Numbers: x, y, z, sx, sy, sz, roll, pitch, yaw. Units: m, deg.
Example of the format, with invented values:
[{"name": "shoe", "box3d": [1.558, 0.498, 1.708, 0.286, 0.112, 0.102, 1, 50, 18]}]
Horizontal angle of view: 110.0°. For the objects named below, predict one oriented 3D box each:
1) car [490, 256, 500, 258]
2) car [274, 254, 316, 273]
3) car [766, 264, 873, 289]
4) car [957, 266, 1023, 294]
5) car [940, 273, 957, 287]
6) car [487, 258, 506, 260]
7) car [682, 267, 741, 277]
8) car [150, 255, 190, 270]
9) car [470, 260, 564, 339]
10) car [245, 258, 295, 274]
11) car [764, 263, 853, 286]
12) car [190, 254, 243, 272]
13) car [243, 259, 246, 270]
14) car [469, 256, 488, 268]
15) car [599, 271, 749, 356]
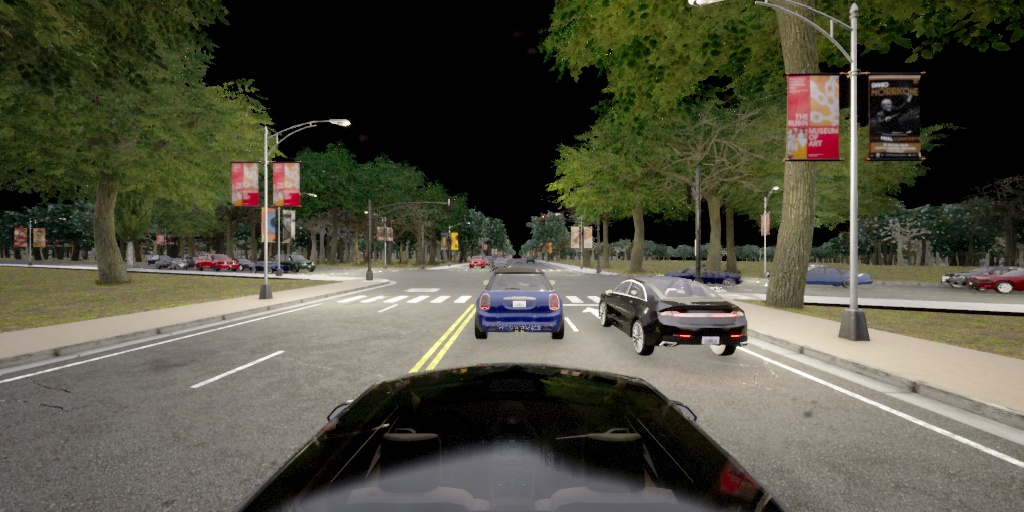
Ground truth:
[{"name": "car", "box3d": [-2.238, 1.110, 61.816, 2.097, 1.767, 4.553, 0, 0, 1]}, {"name": "car", "box3d": [-25.511, 0.840, 41.870, 5.566, 2.045, 2.150, 0, 0, 24]}, {"name": "car", "box3d": [21.158, 1.429, 24.790, 5.357, 1.411, 2.033, 0, 0, 21]}, {"name": "car", "box3d": [30.139, 1.414, 20.753, 5.008, 1.535, 1.882, 0, 0, 24]}, {"name": "car", "box3d": [31.836, 1.430, 23.553, 4.902, 1.511, 2.128, 0, 0, 24]}, {"name": "car", "box3d": [-1.587, 1.243, 42.960, 1.837, 1.490, 4.892, 0, 0, -11]}, {"name": "car", "box3d": [13.087, 1.442, 24.688, 4.718, 1.301, 1.895, 0, 0, 26]}, {"name": "car", "box3d": [-44.261, 1.021, 46.700, 4.902, 1.511, 2.128, 0, 0, 24]}, {"name": "car", "box3d": [0.199, 1.102, 10.192, 2.097, 1.767, 4.553, 0, 0, 1]}, {"name": "car", "box3d": [-26.006, 1.225, 38.514, 4.718, 1.301, 1.895, 0, 0, 27]}, {"name": "car", "box3d": [22.625, 1.373, 27.659, 4.902, 1.511, 2.128, 0, 0, 26]}, {"name": "car", "box3d": [-35.070, 0.797, 42.575, 5.566, 2.045, 2.150, 0, 0, 24]}, {"name": "car", "box3d": [-34.670, 1.074, 45.965, 4.892, 1.490, 1.837, 0, 0, 24]}, {"name": "car", "box3d": [-5.587, 0.978, 58.009, 2.150, 2.045, 5.566, 0, 0, 1]}, {"name": "car", "box3d": [3.434, 1.241, 8.602, 2.128, 1.511, 4.902, 0, 0, 0]}]
